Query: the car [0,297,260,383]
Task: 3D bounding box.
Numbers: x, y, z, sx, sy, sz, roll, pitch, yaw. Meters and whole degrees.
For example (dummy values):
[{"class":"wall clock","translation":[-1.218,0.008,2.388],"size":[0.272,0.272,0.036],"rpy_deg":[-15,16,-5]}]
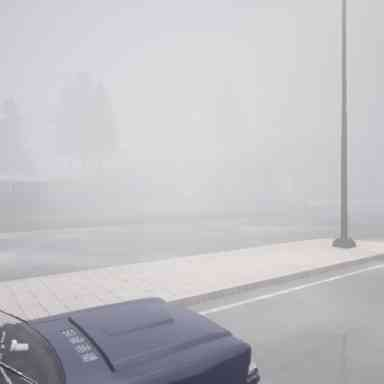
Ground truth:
[{"class":"car","translation":[-1.699,1.600,2.533],"size":[4.718,1.301,1.895],"rpy_deg":[0,0,-35]}]
